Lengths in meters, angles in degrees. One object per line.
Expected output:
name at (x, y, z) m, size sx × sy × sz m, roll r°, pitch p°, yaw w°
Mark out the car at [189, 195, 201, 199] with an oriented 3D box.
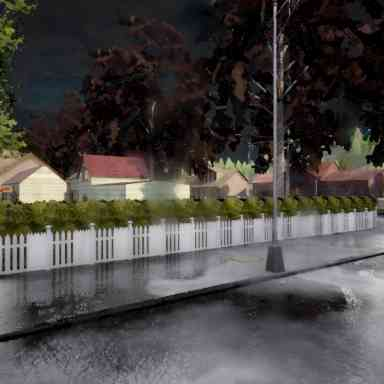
car at (0.771, 1.564, 46.225) m, size 1.994 × 1.385 × 4.181 m, roll 0°, pitch 0°, yaw -36°
